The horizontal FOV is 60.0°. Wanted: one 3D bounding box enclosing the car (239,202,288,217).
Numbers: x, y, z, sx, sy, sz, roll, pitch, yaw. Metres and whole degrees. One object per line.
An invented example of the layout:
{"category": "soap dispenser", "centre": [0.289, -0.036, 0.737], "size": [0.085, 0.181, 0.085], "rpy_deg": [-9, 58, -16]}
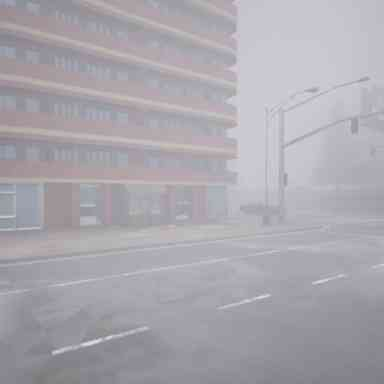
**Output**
{"category": "car", "centre": [6.844, 1.601, 32.043], "size": [1.895, 1.301, 4.718], "rpy_deg": [0, 0, -36]}
